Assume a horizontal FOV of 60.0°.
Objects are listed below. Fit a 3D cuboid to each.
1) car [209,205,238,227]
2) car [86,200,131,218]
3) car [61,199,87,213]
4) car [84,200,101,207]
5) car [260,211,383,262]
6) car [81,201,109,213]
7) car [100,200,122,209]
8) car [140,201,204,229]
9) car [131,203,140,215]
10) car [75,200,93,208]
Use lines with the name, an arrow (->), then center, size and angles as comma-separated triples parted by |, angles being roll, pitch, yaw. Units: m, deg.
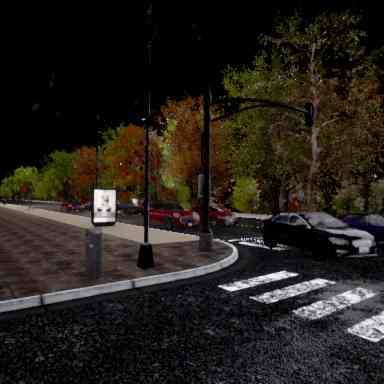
car -> 1.308, 1.689, 24.348 | 1.812, 1.442, 4.674 | 1, -1, -35
car -> -8.223, 1.735, 32.411 | 2.128, 1.511, 4.902 | 1, -1, -35
car -> -15.342, 1.724, 42.758 | 2.097, 1.767, 4.553 | 1, -1, -34
car -> -19.984, 2.297, 66.880 | 1.994, 1.385, 4.181 | 1, -1, -35
car -> 4.322, 1.477, 12.134 | 2.128, 1.511, 4.902 | 1, -1, -18
car -> -13.358, 1.976, 45.609 | 2.033, 1.411, 5.357 | 1, -1, -34
car -> -14.249, 2.123, 58.596 | 2.128, 1.511, 4.902 | 1, -1, -35
car -> -1.379, 1.472, 22.522 | 2.097, 1.767, 4.553 | 1, -1, -35
car -> -6.791, 1.857, 36.054 | 2.033, 1.411, 5.357 | 1, -1, -34
car -> -19.890, 2.167, 61.023 | 1.812, 1.442, 4.674 | 1, -1, -35
